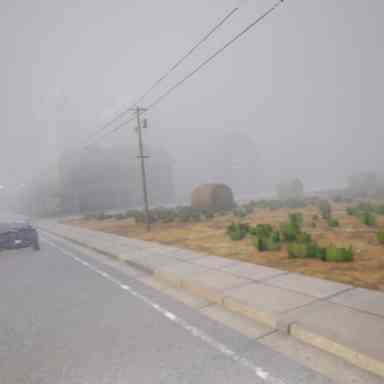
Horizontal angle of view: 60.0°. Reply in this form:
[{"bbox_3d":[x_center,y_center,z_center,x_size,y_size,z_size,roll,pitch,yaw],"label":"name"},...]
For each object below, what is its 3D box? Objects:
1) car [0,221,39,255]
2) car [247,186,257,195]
[{"bbox_3d":[-9.298,2.253,17.450,1.882,1.535,5.008,-5,0,-31],"label":"car"},{"bbox_3d":[13.113,-0.351,72.338,1.905,1.878,3.866,1,4,15],"label":"car"}]
